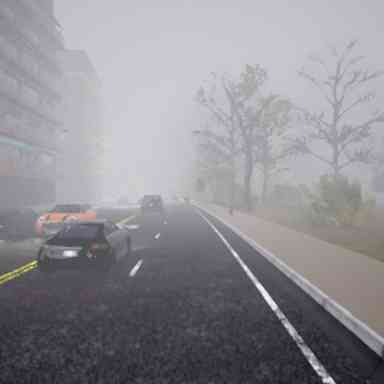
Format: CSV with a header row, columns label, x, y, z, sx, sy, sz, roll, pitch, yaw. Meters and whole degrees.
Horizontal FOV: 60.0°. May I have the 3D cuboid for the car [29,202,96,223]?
label,x,y,z,sx,sy,sz,roll,pitch,yaw
car,-6.793,1.375,18.477,2.097,1.767,4.553,0,0,-1

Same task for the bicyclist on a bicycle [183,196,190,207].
label,x,y,z,sx,sy,sz,roll,pitch,yaw
bicyclist on a bicycle,-0.606,1.499,48.759,0.582,1.620,1.656,0,0,-4

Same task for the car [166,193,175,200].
label,x,y,z,sx,sy,sz,roll,pitch,yaw
car,-6.083,1.220,95.149,2.150,2.045,5.566,0,0,-8

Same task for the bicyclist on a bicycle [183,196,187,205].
label,x,y,z,sx,sy,sz,roll,pitch,yaw
bicyclist on a bicycle,-1.260,1.504,57.824,0.582,1.620,1.656,0,0,-5

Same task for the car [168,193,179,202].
label,x,y,z,sx,sy,sz,roll,pitch,yaw
car,-4.113,1.561,78.718,1.837,1.490,4.892,0,0,-6

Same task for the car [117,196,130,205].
label,x,y,z,sx,sy,sz,roll,pitch,yaw
car,-12.082,1.552,59.071,2.128,1.511,4.902,0,0,-4

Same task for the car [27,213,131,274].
label,x,y,z,sx,sy,sz,roll,pitch,yaw
car,-3.210,1.577,10.680,1.994,1.385,4.181,0,0,-1

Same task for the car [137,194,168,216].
label,x,y,z,sx,sy,sz,roll,pitch,yaw
car,-3.803,1.257,32.815,2.150,2.045,5.566,0,0,-2

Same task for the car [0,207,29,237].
label,x,y,z,sx,sy,sz,roll,pitch,yaw
car,-10.036,1.571,18.578,2.033,1.411,5.357,0,0,-1
